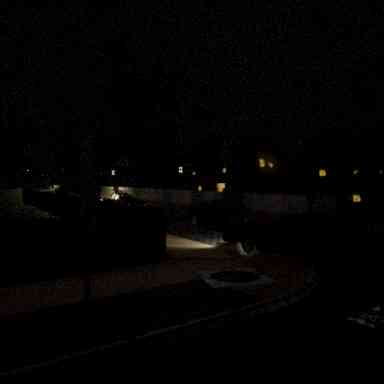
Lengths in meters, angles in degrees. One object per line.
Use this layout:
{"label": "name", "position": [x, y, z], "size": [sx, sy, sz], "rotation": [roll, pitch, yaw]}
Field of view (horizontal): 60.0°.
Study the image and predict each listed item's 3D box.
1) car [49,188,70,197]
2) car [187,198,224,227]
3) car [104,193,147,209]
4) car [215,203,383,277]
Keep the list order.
{"label": "car", "position": [-18.491, 0.133, 46.173], "size": [2.033, 1.411, 5.357], "rotation": [0, 2, -35]}
{"label": "car", "position": [1.747, 1.129, 17.027], "size": [1.882, 1.535, 5.008], "rotation": [0, 2, -36]}
{"label": "car", "position": [-5.662, 0.807, 27.591], "size": [2.033, 1.411, 5.357], "rotation": [0, 2, -35]}
{"label": "car", "position": [3.571, 1.378, 10.114], "size": [5.357, 1.411, 2.033], "rotation": [7, 6, 38]}
